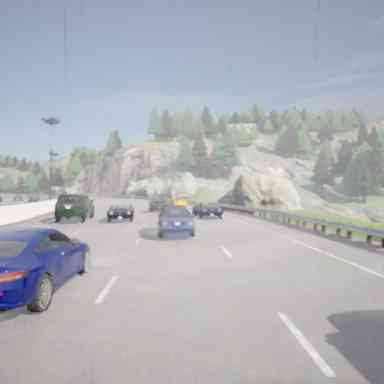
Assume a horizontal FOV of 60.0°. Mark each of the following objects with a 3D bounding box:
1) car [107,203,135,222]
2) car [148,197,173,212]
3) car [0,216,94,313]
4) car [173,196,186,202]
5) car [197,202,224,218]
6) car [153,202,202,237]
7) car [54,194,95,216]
[{"bbox_3d":[-5.440,1.530,25.891,1.895,1.301,4.718,0,0,-8],"label":"car"},{"bbox_3d":[-3.790,1.383,36.654,2.128,1.511,4.902,0,0,-11],"label":"car"},{"bbox_3d":[-3.680,1.509,7.452,1.812,1.442,4.674,0,0,-2],"label":"car"},{"bbox_3d":[-2.128,1.337,45.579,1.882,1.535,5.008,0,0,-14],"label":"car"},{"bbox_3d":[1.258,1.508,28.503,1.895,1.301,4.718,0,0,-9],"label":"car"},{"bbox_3d":[-0.914,1.493,17.814,2.033,1.411,5.357,0,0,-6],"label":"car"},{"bbox_3d":[-8.922,1.159,25.544,2.150,2.045,5.566,0,0,-8],"label":"car"}]
